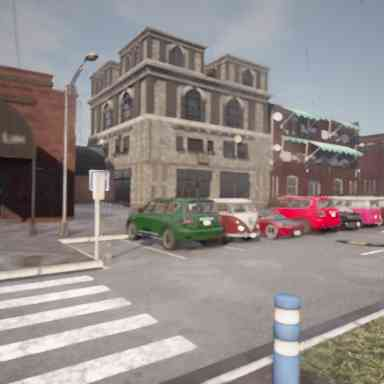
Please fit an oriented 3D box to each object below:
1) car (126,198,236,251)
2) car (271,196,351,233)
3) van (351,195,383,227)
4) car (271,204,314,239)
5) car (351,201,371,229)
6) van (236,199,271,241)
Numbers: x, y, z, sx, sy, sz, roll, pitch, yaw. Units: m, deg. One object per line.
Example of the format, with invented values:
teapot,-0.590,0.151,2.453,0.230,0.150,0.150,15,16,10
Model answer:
car,-0.959,1.269,14.801,2.435,2.045,5.566,0,0,-35
car,5.859,1.297,19.599,2.435,2.045,5.566,0,0,-35
van,10.451,1.332,22.947,1.878,1.987,4.442,0,0,-35
car,3.721,1.571,18.025,2.163,1.488,4.792,0,0,-35
car,8.250,1.555,21.241,2.231,1.521,4.892,0,0,-35
van,1.397,1.306,16.280,1.878,1.987,4.442,0,0,-35
